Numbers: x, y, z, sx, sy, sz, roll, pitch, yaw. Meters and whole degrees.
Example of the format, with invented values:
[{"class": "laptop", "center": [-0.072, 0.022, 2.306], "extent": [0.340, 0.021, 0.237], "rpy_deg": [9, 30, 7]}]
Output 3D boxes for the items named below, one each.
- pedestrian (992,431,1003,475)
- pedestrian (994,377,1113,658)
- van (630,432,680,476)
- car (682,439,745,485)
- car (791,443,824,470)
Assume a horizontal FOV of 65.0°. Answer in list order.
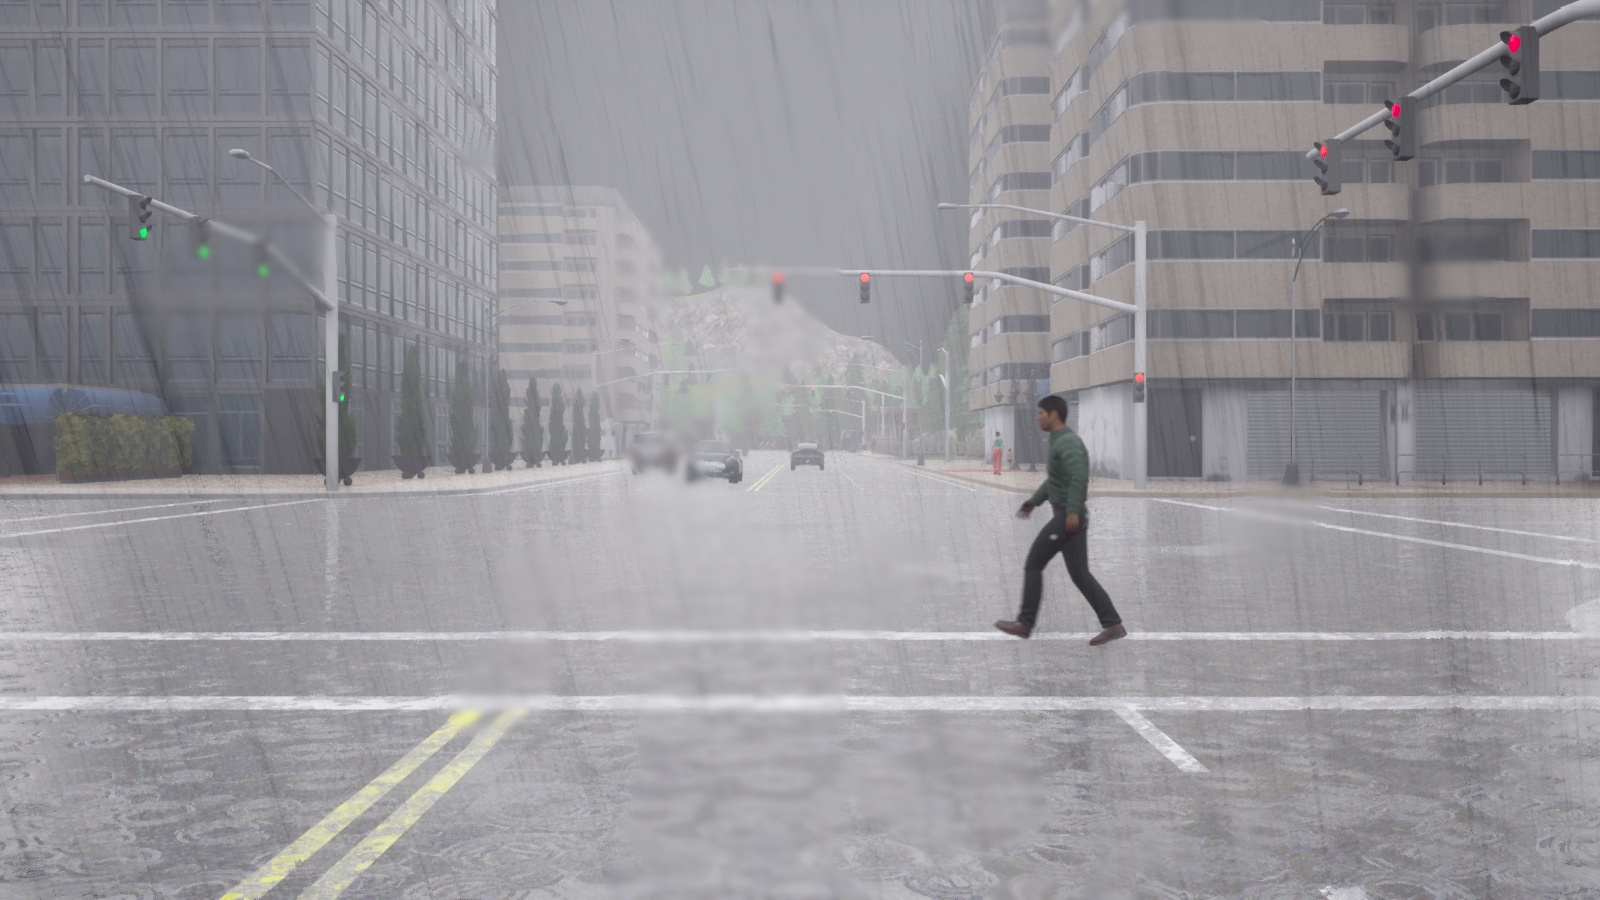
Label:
[{"class": "pedestrian", "center": [8.205, 0.117, 52.178], "extent": [0.345, 1.836, 0.594], "rpy_deg": [0, 0, -3]}, {"class": "pedestrian", "center": [1.825, 0.466, 9.023], "extent": [0.788, 1.949, 0.423], "rpy_deg": [0, 0, 18]}, {"class": "van", "center": [-6.654, 0.167, 57.866], "extent": [1.775, 1.987, 4.442], "rpy_deg": [0, 0, 0]}, {"class": "car", "center": [-3.212, 0.405, 47.640], "extent": [2.033, 1.649, 4.856], "rpy_deg": [0, 0, 0]}, {"class": "car", "center": [0.421, 0.352, 70.827], "extent": [1.837, 1.490, 4.892], "rpy_deg": [0, 0, 0]}]
